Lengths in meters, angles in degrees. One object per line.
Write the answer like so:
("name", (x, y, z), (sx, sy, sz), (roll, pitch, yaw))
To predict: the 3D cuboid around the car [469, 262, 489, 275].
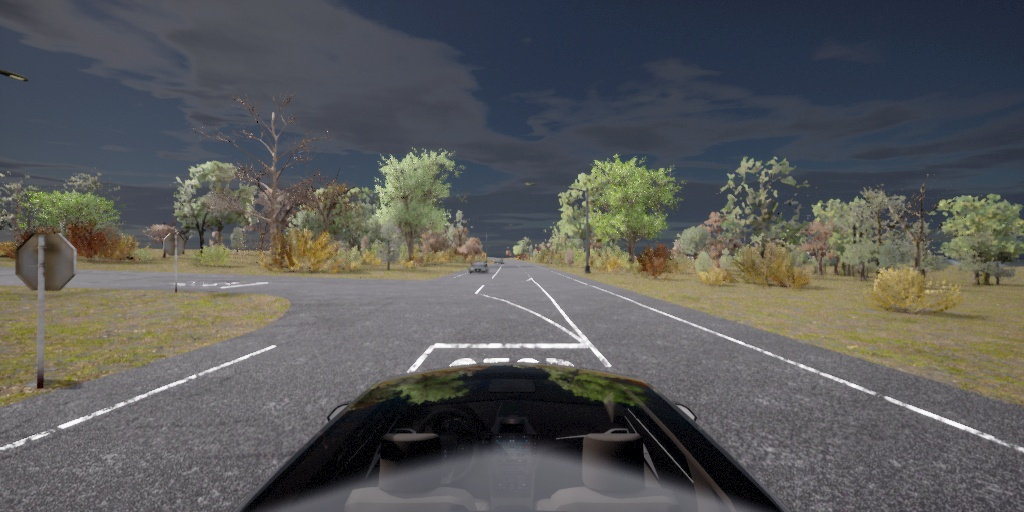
("car", (-3.543, 1.323, 39.222), (1.994, 1.385, 4.181), (0, 0, 0))
